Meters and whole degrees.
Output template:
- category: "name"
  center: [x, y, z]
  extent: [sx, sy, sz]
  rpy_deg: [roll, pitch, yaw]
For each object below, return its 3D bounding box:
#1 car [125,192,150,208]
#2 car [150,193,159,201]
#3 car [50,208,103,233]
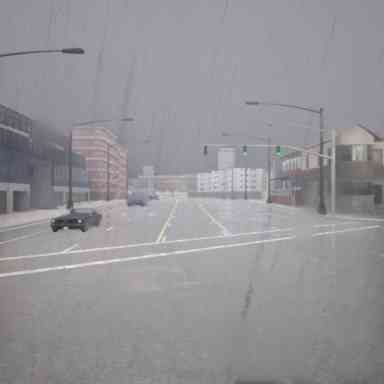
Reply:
- category: "car"
  center: [-7.506, 1.049, 45.751]
  extent: [2.150, 2.045, 5.566]
  rpy_deg: [0, 2, -1]
- category: "car"
  center: [-8.154, 1.036, 70.840]
  extent: [1.882, 1.535, 5.008]
  rpy_deg: [0, 0, -1]
- category: "car"
  center: [-6.847, 1.652, 20.140]
  extent: [1.895, 1.301, 4.718]
  rpy_deg: [0, 0, -1]
